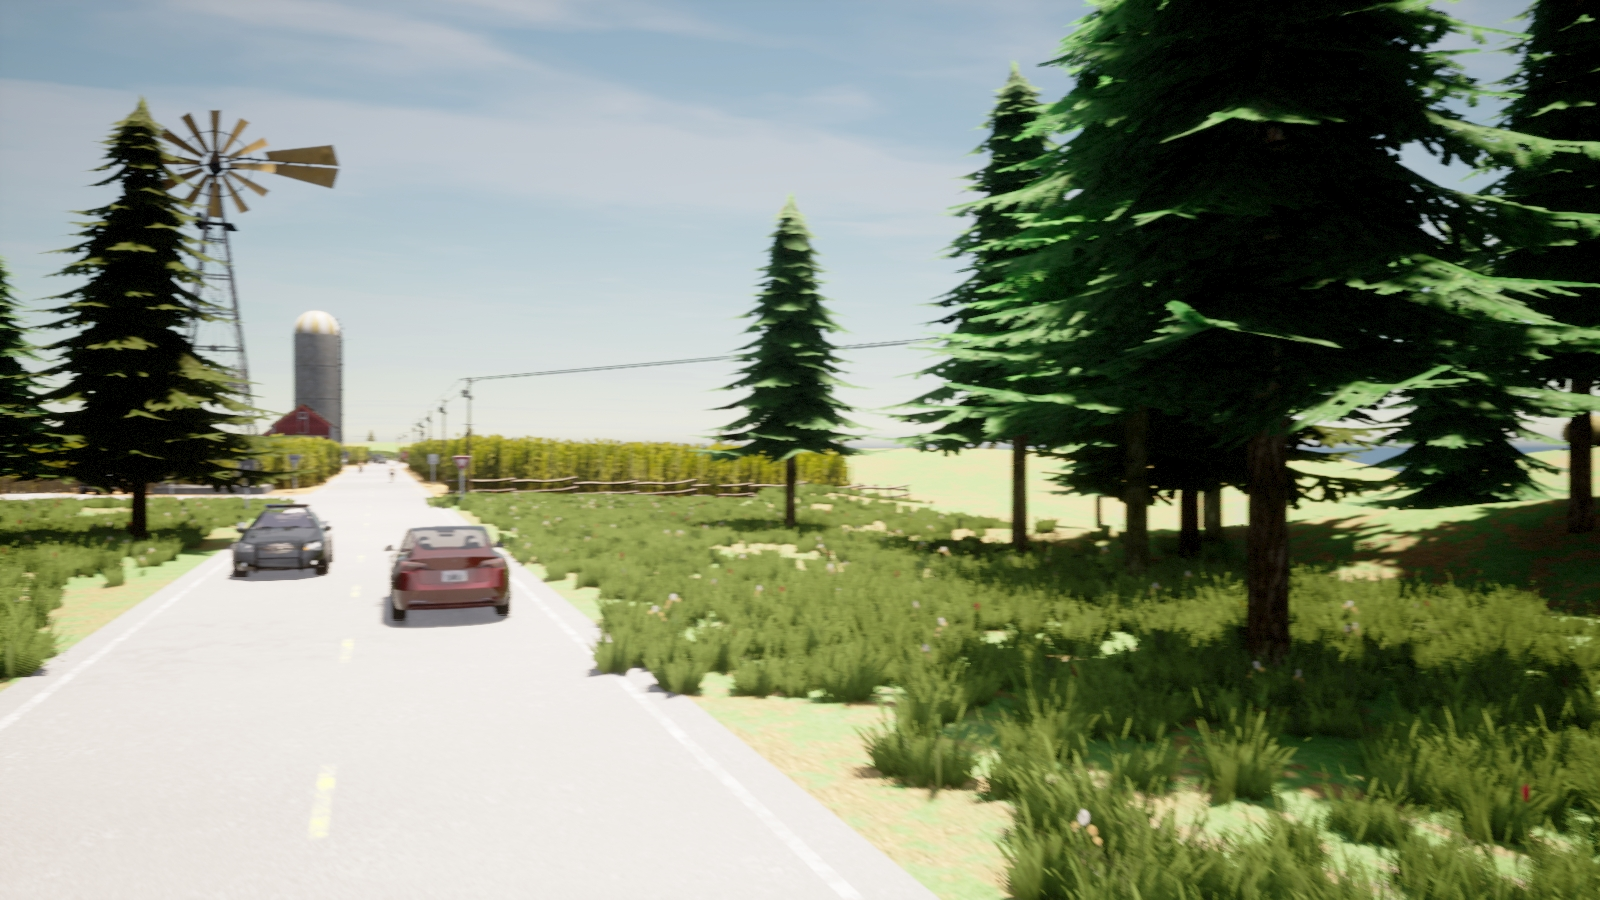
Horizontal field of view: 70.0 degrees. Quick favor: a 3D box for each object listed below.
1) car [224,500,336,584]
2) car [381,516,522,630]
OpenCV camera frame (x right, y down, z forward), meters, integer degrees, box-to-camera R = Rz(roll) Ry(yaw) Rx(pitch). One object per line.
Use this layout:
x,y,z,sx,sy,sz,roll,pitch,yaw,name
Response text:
-12.128,2.064,26.952,2.038,1.542,4.974,0,0,-20,car
-6.376,2.076,20.542,2.163,1.488,4.792,0,0,-20,car
